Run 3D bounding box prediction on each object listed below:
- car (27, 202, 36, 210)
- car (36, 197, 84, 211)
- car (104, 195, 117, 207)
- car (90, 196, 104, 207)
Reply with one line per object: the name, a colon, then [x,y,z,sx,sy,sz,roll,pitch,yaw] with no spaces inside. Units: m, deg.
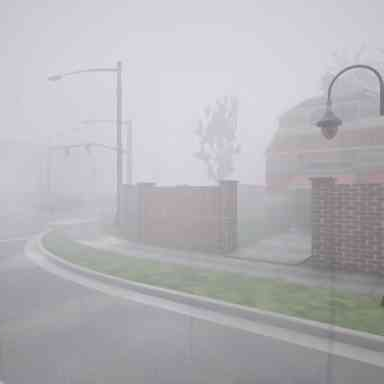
car: [-17.720,1.397,40.829,1.812,1.442,4.674,0,1,37]
car: [-14.990,1.373,38.642,1.837,1.490,4.892,0,1,36]
car: [-9.412,1.285,46.028,1.812,1.442,4.674,0,1,37]
car: [-12.321,1.268,47.977,1.837,1.490,4.892,0,1,37]
